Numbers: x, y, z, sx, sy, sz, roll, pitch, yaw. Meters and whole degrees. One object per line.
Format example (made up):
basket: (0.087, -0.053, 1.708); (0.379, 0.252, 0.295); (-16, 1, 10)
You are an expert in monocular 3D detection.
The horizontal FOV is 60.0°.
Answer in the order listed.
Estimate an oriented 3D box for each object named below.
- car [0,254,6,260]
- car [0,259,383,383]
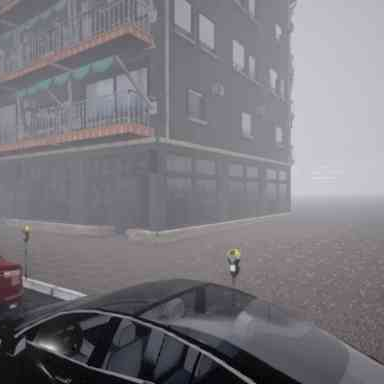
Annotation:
car: (-5.081, 1.544, 6.480); (4.507, 1.381, 1.887); (0, 0, 35)
car: (-0.486, 1.566, 3.216); (4.313, 1.339, 1.947); (0, 0, 35)
